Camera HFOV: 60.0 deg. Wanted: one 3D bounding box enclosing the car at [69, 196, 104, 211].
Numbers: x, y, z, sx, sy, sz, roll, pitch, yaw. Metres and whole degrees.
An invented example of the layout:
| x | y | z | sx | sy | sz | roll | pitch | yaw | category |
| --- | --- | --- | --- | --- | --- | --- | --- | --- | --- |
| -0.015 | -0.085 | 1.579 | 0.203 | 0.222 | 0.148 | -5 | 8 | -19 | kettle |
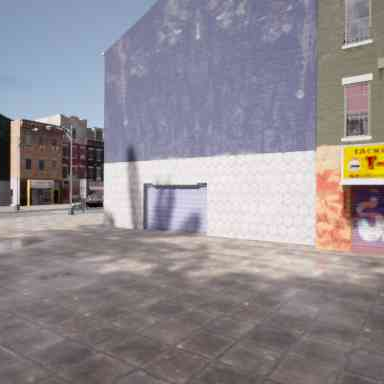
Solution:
| x | y | z | sx | sy | sz | roll | pitch | yaw | category |
| --- | --- | --- | --- | --- | --- | --- | --- | --- | --- |
| -11.055 | 1.164 | 36.343 | 2.128 | 1.511 | 4.902 | 1 | 1 | 36 | car |
